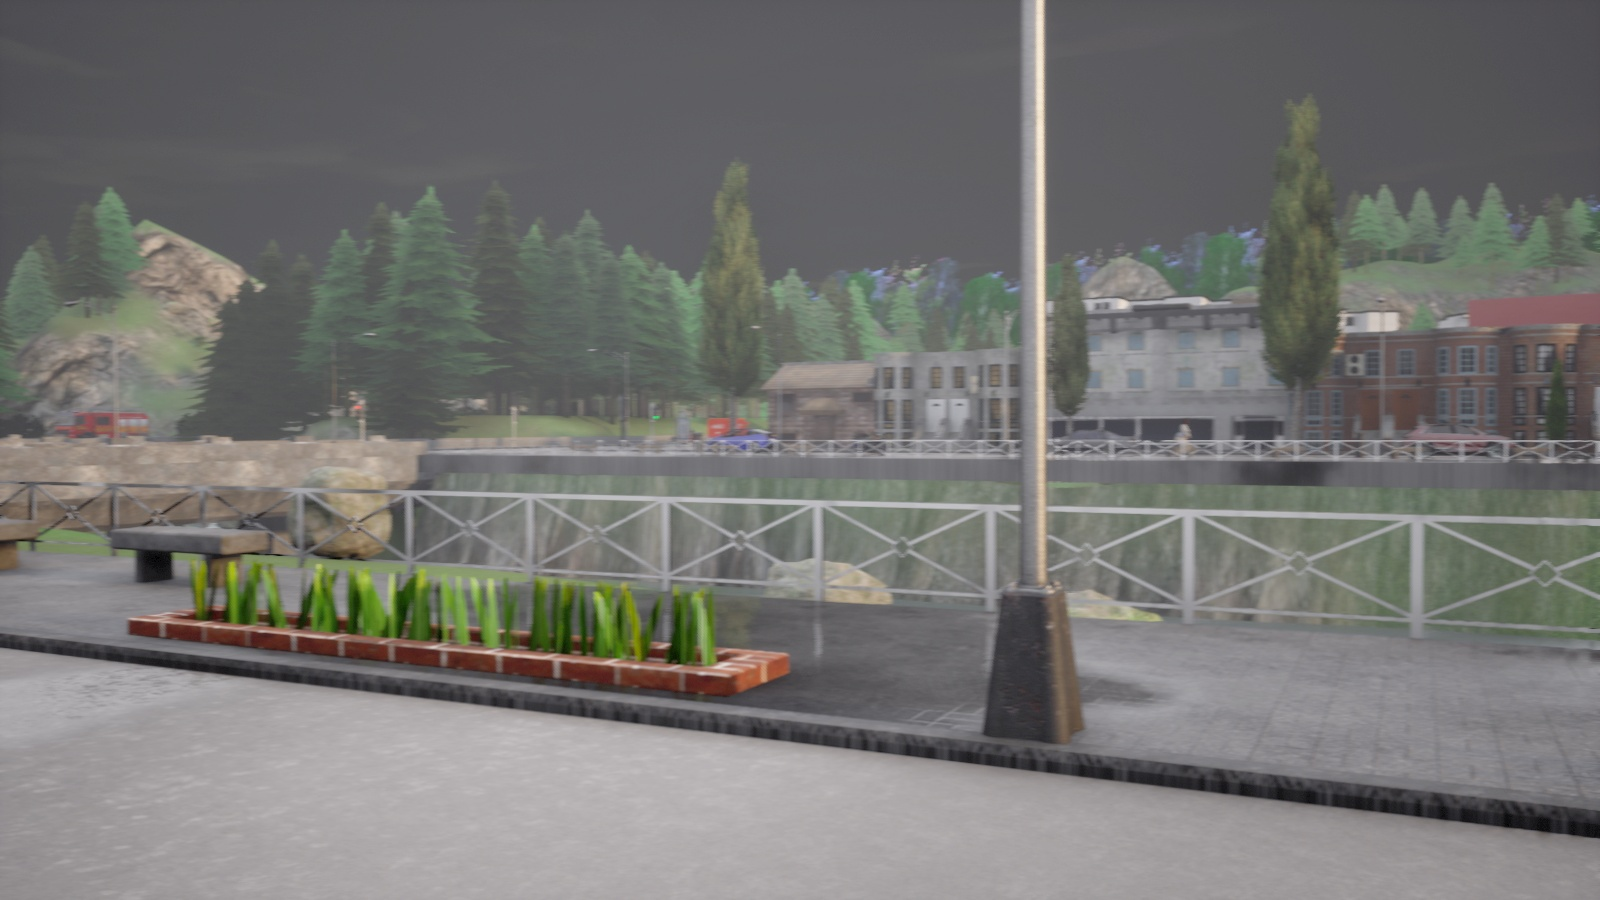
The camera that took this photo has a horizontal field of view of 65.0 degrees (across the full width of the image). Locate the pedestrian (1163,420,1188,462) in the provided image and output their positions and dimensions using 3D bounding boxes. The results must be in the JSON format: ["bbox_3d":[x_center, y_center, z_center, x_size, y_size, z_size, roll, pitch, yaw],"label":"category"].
[{"bbox_3d":[17.050,-0.416,56.960,0.900,1.855,0.874,1,1,30],"label":"pedestrian"}]

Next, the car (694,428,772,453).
[{"bbox_3d":[-4.209,-0.638,79.045,4.514,1.525,2.007,1,1,26],"label":"car"}]

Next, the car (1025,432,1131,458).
[{"bbox_3d":[15.377,-0.306,69.541,5.357,1.411,2.033,1,1,26],"label":"car"}]

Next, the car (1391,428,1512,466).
[{"bbox_3d":[30.004,-0.172,57.993,4.856,1.649,2.033,1,1,26],"label":"car"}]

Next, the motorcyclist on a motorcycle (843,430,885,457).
[{"bbox_3d":[3.584,-0.380,70.821,2.191,1.530,0.866,1,1,26],"label":"motorcyclist on a motorcycle"}]
